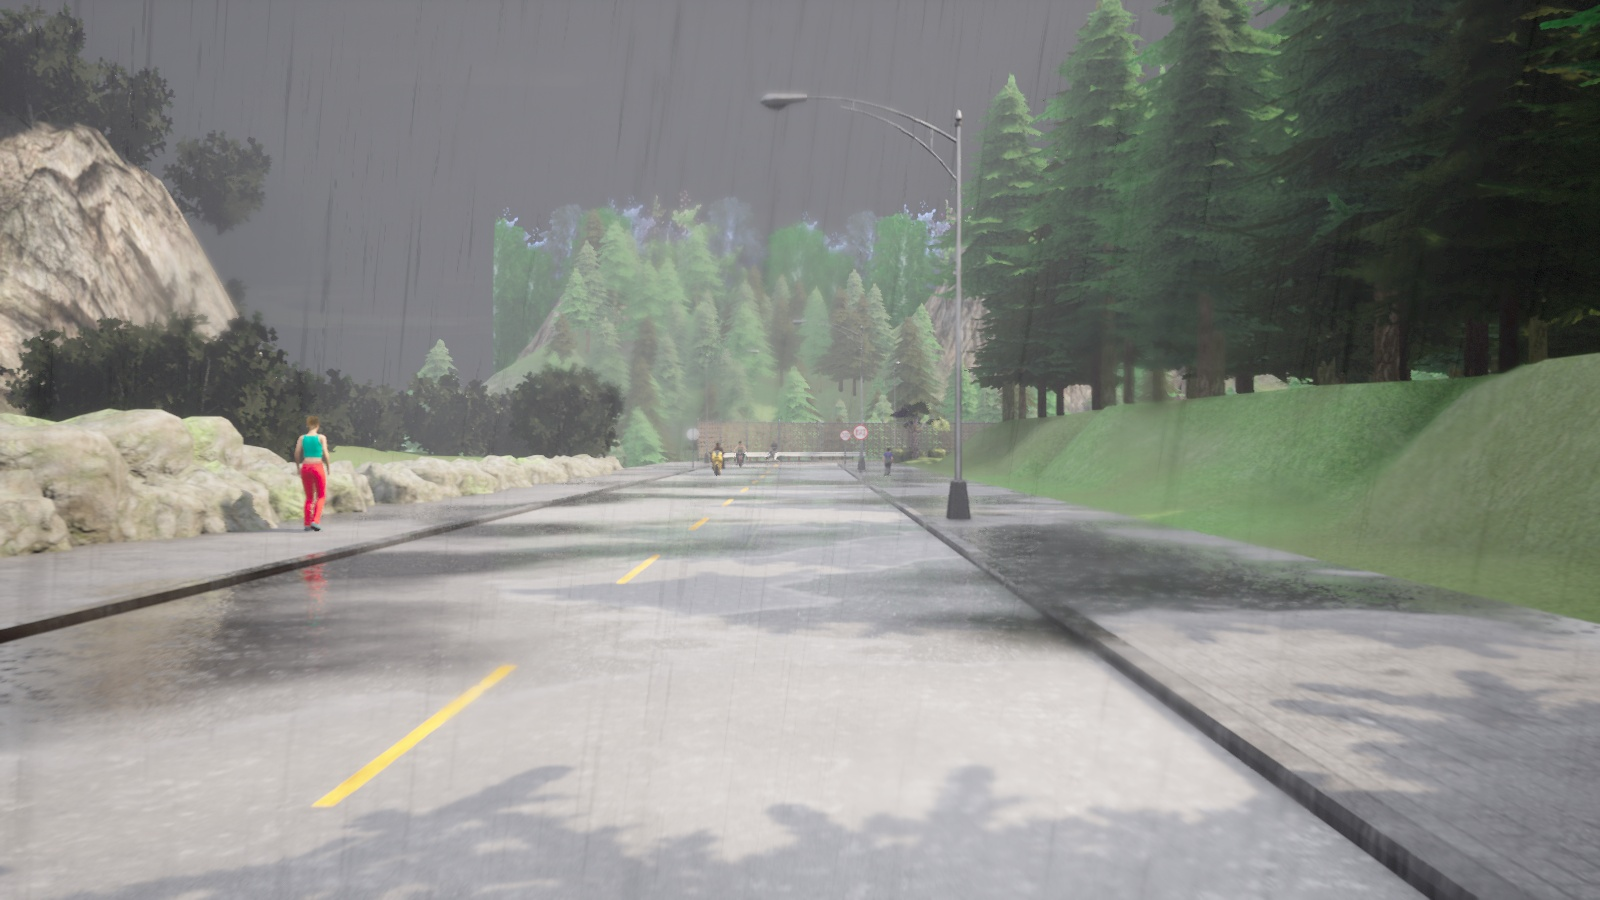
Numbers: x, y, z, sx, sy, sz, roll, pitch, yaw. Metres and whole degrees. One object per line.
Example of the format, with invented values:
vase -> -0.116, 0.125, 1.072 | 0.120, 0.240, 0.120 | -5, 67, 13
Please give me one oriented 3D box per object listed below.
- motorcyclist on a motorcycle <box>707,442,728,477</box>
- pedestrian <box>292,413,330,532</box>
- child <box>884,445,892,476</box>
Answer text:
motorcyclist on a motorcycle -> -3.680, 0.408, 56.087 | 0.797, 1.523, 2.044 | 0, 1, 0
pedestrian -> -7.660, 0.339, 19.672 | 0.345, 1.836, 0.594 | 0, 0, 3
child -> 3.692, 0.442, 52.692 | 0.270, 1.263, 0.437 | 0, 0, 13
